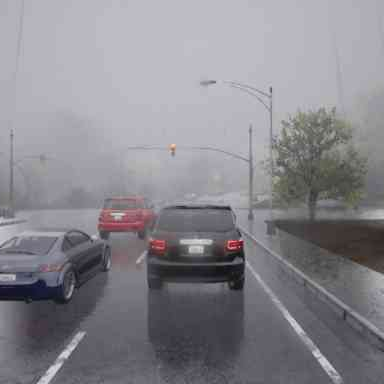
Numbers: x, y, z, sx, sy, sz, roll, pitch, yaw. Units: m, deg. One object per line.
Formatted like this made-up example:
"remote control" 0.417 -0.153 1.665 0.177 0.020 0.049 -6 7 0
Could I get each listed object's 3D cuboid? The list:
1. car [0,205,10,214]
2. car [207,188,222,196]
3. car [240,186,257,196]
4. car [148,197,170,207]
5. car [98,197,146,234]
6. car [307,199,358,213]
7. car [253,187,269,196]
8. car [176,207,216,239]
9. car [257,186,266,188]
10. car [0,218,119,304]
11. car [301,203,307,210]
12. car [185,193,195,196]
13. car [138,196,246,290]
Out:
"car" -22.427 1.740 36.059 4.902 1.511 2.128 -1 0 2
"car" 5.853 0.218 84.455 2.150 2.045 5.566 0 3 28
"car" 13.966 0.093 84.502 2.097 1.767 4.553 0 3 33
"car" -5.478 1.610 56.590 2.128 1.511 4.902 0 1 15
"car" -3.282 1.260 17.632 2.150 2.045 5.566 0 0 1
"car" 15.977 1.646 37.570 4.718 1.301 1.895 -1 0 3
"car" 17.535 0.264 83.629 1.895 1.301 4.718 0 3 33
"car" 0.249 1.605 18.461 1.994 1.385 4.181 0 0 2
"car" 19.646 -0.763 93.035 2.150 2.045 5.566 0 3 38
"car" -3.405 1.574 8.230 1.994 1.385 4.181 0 0 2
"car" 16.084 1.549 41.070 4.902 1.511 2.128 -1 0 3
"car" -0.632 1.104 71.027 2.097 1.767 4.553 0 2 21
"car" 0.103 1.234 9.233 2.150 2.045 5.566 0 0 0
